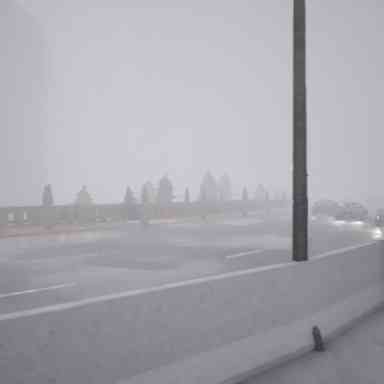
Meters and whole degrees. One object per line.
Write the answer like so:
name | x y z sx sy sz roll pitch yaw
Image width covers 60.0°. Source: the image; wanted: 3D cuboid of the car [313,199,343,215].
car | 14.128 1.558 34.894 1.882 1.535 5.008 0 0 32

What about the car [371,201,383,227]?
car | 13.620 1.565 22.266 1.812 1.442 4.674 0 0 39

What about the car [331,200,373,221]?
car | 13.371 1.622 27.666 1.994 1.385 4.181 0 0 36

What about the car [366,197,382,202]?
car | 32.445 1.605 59.398 1.837 1.490 4.892 0 0 17

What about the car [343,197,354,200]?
car | 30.622 1.649 65.352 1.994 1.385 4.181 0 0 17
